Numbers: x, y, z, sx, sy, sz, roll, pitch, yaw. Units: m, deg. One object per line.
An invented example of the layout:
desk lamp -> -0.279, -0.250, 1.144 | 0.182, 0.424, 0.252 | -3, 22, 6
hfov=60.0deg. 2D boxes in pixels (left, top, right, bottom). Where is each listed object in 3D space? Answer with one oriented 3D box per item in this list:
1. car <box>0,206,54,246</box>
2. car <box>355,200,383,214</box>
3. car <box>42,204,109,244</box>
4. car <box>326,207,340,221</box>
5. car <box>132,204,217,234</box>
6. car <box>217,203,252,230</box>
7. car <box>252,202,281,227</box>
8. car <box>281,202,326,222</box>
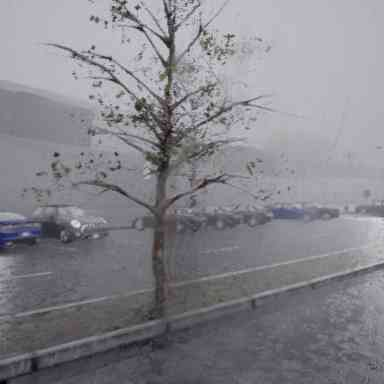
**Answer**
car -> -8.469, 1.521, 14.276 | 5.008, 1.535, 2.097 | -1, -1, 34
car -> 21.590, 1.782, 38.352 | 5.008, 1.535, 2.097 | 0, -1, 30
car -> -6.121, 1.402, 16.053 | 4.553, 1.767, 2.185 | -1, -1, 34
car -> 10.120, 1.604, 28.887 | 5.008, 1.535, 2.097 | -1, -1, 31
car -> -1.387, 1.541, 19.595 | 4.892, 1.521, 2.231 | -1, 0, 33
car -> 0.943, 1.549, 21.414 | 4.892, 1.521, 2.231 | -1, -1, 32
car -> 3.259, 1.560, 23.256 | 4.892, 1.521, 2.231 | -1, -1, 32
car -> 7.834, 1.586, 27.003 | 5.008, 1.535, 2.097 | -1, -1, 31
